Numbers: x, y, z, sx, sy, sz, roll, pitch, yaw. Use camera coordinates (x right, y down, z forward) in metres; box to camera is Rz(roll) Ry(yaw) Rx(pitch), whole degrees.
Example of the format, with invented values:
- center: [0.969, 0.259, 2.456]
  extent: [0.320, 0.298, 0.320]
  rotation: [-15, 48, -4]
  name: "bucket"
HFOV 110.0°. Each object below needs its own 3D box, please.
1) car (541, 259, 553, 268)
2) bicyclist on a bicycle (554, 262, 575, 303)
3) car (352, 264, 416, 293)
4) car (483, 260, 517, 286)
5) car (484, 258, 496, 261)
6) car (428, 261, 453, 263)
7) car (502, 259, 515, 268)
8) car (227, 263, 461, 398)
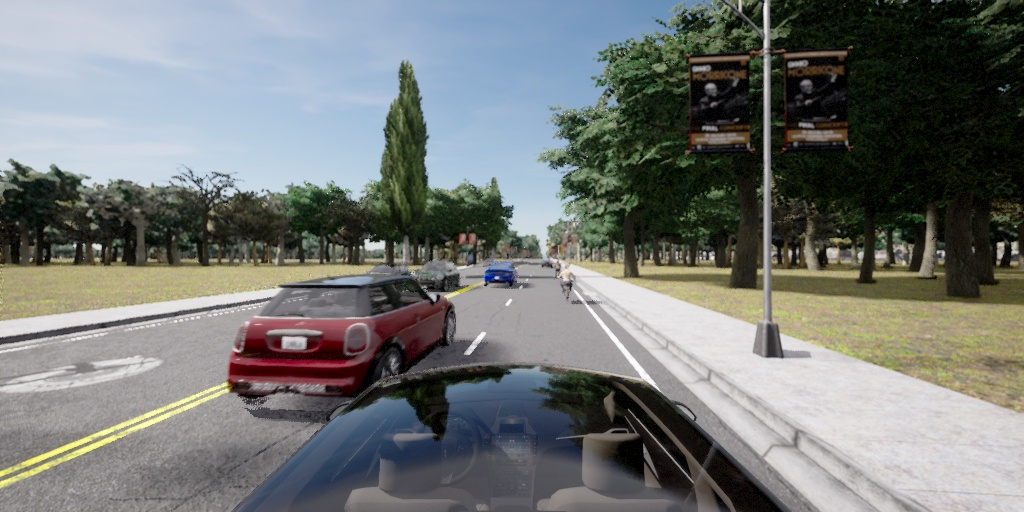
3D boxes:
- center: [6.080, 1.337, 62.203]
  extent: [1.812, 1.442, 4.674]
  rotation: [0, -1, 6]
  name: "car"
- center: [2.396, 1.199, 15.730]
  extent: [0.866, 1.612, 1.509]
  rotation: [0, 0, 6]
  name: "bicyclist on a bicycle"
- center: [-7.750, 1.286, 22.254]
  extent: [1.837, 1.490, 4.892]
  rotation: [0, 0, 6]
  name: "car"
- center: [-0.712, 1.254, 25.466]
  extent: [1.882, 1.535, 5.008]
  rotation: [0, 0, 5]
  name: "car"
- center: [-3.801, 1.174, 63.057]
  extent: [2.097, 1.767, 4.553]
  rotation: [0, 0, 6]
  name: "car"
- center: [-4.549, 1.128, 21.592]
  extent: [2.097, 1.767, 4.553]
  rotation: [0, 0, 5]
  name: "car"
- center: [-0.582, 1.343, 62.576]
  extent: [1.812, 1.442, 4.674]
  rotation: [0, 0, 6]
  name: "car"
- center: [-2.522, 1.110, 6.606]
  extent: [2.097, 1.767, 4.553]
  rotation: [0, 0, 5]
  name: "car"
